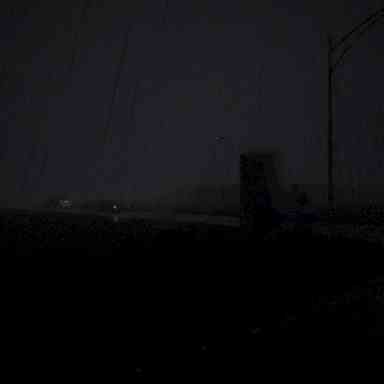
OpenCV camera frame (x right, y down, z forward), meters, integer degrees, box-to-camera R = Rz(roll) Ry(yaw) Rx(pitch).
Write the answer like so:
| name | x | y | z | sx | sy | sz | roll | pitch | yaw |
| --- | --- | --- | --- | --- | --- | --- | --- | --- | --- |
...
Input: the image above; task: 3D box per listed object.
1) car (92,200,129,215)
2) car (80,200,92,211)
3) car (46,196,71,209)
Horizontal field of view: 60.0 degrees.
| name | x | y | z | sx | sy | sz | roll | pitch | yaw |
| --- | --- | --- | --- | --- | --- | --- | --- | --- | --- |
| car | -9.259 | 1.679 | 38.707 | 4.553 | 1.767 | 2.097 | -1 | 0 | 45 |
| car | -14.206 | 1.893 | 47.511 | 4.902 | 1.511 | 2.128 | -1 | 0 | 43 |
| car | -21.889 | 1.733 | 54.518 | 5.566 | 2.045 | 2.150 | -1 | 0 | 43 |
